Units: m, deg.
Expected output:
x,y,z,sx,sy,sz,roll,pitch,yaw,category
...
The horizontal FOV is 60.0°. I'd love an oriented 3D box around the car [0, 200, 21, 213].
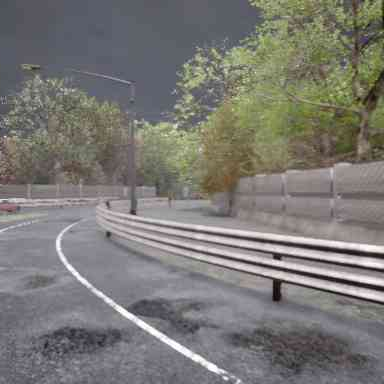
x,y,z,sx,sy,sz,roll,pitch,yaw,category
-19.955,1.561,34.174,1.994,1.385,4.181,0,0,44,car
